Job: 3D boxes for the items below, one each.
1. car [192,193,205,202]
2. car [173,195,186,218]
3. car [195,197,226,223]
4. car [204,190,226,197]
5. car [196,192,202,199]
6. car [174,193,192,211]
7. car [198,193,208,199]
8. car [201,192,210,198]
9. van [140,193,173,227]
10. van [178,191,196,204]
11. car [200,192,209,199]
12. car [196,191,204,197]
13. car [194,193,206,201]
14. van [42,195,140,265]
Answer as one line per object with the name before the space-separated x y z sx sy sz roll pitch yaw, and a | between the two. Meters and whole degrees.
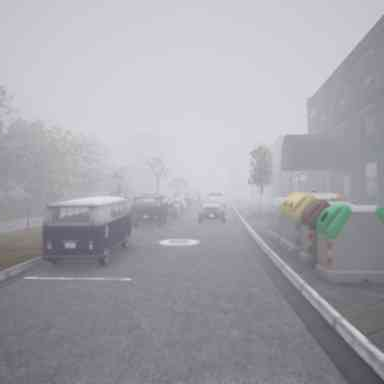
car | 1.389 1.035 66.500 2.097 1.535 5.008 0 1 7
car | -2.010 1.322 27.854 2.163 1.488 4.792 0 1 3
car | 1.448 1.362 23.986 1.812 1.442 4.674 0 0 5
car | 2.921 0.935 40.940 2.150 2.045 5.566 0 1 5
car | -0.068 1.200 49.935 2.002 1.452 4.674 0 0 5
car | -1.527 1.254 33.343 2.231 1.521 4.892 0 1 3
car | 2.780 0.954 82.239 1.946 1.575 5.366 0 0 7
car | 3.817 0.905 94.131 2.231 1.521 4.892 0 0 7
van | -2.578 1.111 21.365 1.878 1.987 4.442 0 1 3
van | -1.024 1.011 39.005 1.878 1.987 4.442 0 0 7
car | 3.331 0.935 88.597 2.097 1.535 5.008 0 1 7
car | 0.522 0.877 56.653 2.435 2.045 5.566 0 0 6
car | 1.874 1.015 72.027 2.097 1.535 5.008 0 0 7
van | -3.297 1.177 11.439 1.878 1.987 4.442 0 1 3
